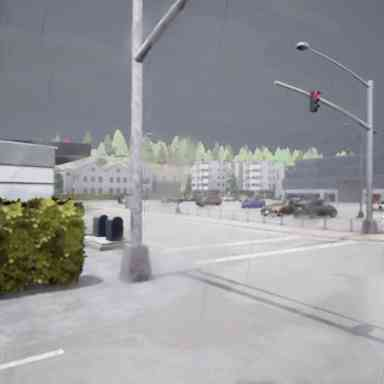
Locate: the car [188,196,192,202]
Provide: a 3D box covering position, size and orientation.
[{"bbox_3d":[0.447,1.596,75.835,4.514,1.523,2.007,0,0,-35],"label":"car"}]

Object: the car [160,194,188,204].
[{"bbox_3d":[-3.801,1.327,64.419,4.605,1.855,1.932,0,0,-35],"label":"car"}]

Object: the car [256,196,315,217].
[{"bbox_3d":[8.880,1.502,31.458,5.027,1.636,2.152,0,0,-35],"label":"car"}]

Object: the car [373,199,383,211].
[{"bbox_3d":[24.281,1.682,42.004,3.806,1.475,1.970,0,0,-35],"label":"car"}]

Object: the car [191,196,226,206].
[{"bbox_3d":[2.733,1.522,53.789,4.514,1.523,2.007,0,0,-35],"label":"car"}]

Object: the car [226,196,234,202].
[{"bbox_3d":[8.325,1.578,76.858,3.806,1.475,1.970,0,0,-35],"label":"car"}]

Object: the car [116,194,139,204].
[{"bbox_3d":[-12.136,1.254,62.620,3.866,1.878,1.905,0,0,-35],"label":"car"}]

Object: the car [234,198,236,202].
[{"bbox_3d":[12.258,1.501,71.776,5.027,1.636,2.152,0,0,-35],"label":"car"}]

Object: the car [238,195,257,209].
[{"bbox_3d":[8.408,1.543,45.564,3.633,1.501,1.845,0,0,-35],"label":"car"}]

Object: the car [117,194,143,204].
[{"bbox_3d":[-10.739,1.533,59.541,3.806,1.475,1.970,0,0,-35],"label":"car"}]

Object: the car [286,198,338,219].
[{"bbox_3d":[10.716,1.511,28.914,4.514,1.523,2.007,0,0,-35],"label":"car"}]

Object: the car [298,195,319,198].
[{"bbox_3d":[21.568,1.447,59.128,4.605,1.855,1.932,0,0,-35],"label":"car"}]
